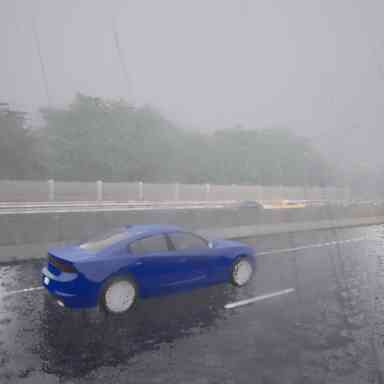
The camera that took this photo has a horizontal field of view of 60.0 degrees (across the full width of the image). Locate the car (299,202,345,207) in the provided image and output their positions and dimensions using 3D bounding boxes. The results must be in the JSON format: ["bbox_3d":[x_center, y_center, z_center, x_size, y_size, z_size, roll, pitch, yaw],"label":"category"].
[{"bbox_3d":[12.438,1.651,30.014,5.357,1.411,2.033,1,0,-35],"label":"car"}]

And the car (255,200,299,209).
[{"bbox_3d":[8.667,1.566,31.640,5.008,1.535,1.882,1,0,-35],"label":"car"}]

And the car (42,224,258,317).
[{"bbox_3d":[-0.664,1.479,7.574,5.008,1.535,1.882,0,0,-36],"label":"car"}]

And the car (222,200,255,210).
[{"bbox_3d":[5.248,1.581,33.509,4.892,1.490,1.837,1,0,-35],"label":"car"}]
